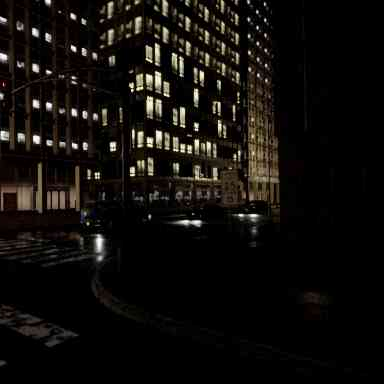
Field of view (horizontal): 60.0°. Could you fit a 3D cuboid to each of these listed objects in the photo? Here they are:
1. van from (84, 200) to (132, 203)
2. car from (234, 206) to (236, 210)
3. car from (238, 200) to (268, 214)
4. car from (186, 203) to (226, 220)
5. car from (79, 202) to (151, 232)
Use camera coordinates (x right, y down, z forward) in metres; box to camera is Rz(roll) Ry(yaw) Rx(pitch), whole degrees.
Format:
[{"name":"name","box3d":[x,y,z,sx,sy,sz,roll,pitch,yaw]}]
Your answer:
[{"name":"van","box3d":[-5.941,1.460,23.460,1.690,1.788,3.998,-2,-1,36]},{"name":"car","box3d":[6.914,1.689,41.355,1.752,1.417,4.829,-2,-1,36]},{"name":"car","box3d":[7.155,1.631,37.221,1.812,1.442,4.674,-1,-1,36]},{"name":"car","box3d":[1.261,1.649,29.031,1.994,1.385,4.181,-1,-1,36]},{"name":"car","box3d":[-4.597,1.571,20.925,1.837,1.490,4.892,-1,-1,33]}]
